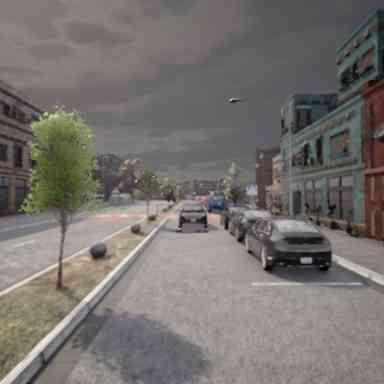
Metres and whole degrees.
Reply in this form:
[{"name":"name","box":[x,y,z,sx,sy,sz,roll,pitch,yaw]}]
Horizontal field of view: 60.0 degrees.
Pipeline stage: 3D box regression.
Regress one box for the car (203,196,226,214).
[{"name":"car","box":[2.914,1.682,44.218,2.002,1.452,4.674,0,0,0]}]

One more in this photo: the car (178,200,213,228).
[{"name":"car","box":[0.058,1.575,23.270,2.128,1.511,4.902,0,0,-1]}]

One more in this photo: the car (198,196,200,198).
[{"name":"car","box":[2.873,1.657,66.276,2.185,1.767,4.553,0,0,0]}]

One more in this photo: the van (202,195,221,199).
[{"name":"van","box":[2.904,1.444,49.862,1.878,1.987,4.442,0,0,0]}]

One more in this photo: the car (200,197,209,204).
[{"name":"car","box":[2.852,1.920,77.471,2.002,1.452,4.674,0,-1,0]}]

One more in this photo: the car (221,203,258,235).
[{"name":"car","box":[2.965,1.552,16.733,2.231,1.521,4.892,0,0,0]}]

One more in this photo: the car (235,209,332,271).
[{"name":"car","box":[2.975,1.530,11.086,2.231,1.521,4.892,0,0,0]}]

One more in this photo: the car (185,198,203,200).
[{"name":"car","box":[0.024,1.747,40.623,1.895,1.301,4.718,0,0,0]}]

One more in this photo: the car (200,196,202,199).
[{"name":"car","box":[2.894,1.704,55.259,2.231,1.521,4.892,0,0,0]}]
